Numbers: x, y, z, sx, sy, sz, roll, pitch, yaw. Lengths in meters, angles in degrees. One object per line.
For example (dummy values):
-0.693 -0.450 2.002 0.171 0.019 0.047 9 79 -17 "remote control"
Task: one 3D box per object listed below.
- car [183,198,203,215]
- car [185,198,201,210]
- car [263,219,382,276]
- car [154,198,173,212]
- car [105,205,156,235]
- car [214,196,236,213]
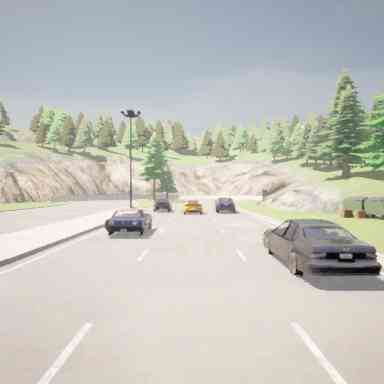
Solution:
0.096 1.477 34.658 1.882 1.535 5.008 0 0 0 "car"
0.138 1.547 44.485 2.033 1.411 5.357 0 0 1 "car"
3.601 1.547 10.293 2.033 1.411 5.357 0 0 0 "car"
-3.397 1.504 39.419 1.837 1.490 4.892 0 0 0 "car"
-3.400 1.601 18.699 1.895 1.301 4.718 0 0 0 "car"
3.601 1.352 37.181 2.097 1.767 4.553 0 0 0 "car"
